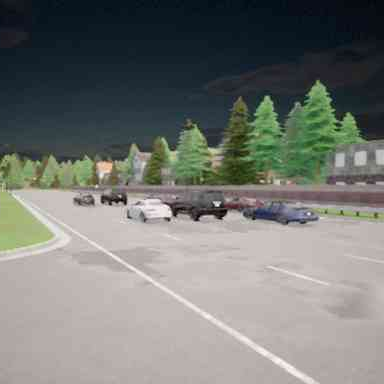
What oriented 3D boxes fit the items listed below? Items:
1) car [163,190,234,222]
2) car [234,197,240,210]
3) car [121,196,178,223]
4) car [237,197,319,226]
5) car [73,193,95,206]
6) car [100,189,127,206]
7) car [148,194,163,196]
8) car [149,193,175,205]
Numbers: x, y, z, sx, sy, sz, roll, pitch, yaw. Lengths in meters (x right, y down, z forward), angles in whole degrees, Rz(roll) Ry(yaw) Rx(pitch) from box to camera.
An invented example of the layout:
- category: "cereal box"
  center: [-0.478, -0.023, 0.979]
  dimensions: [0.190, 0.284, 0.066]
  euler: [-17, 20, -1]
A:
- category: "car"
  center: [0.286, 0.898, 23.666]
  dimensions: [2.150, 2.045, 5.566]
  euler: [0, 1, -30]
- category: "car"
  center: [4.572, 1.144, 30.288]
  dimensions: [1.812, 1.442, 4.674]
  euler: [0, 1, -30]
- category: "car"
  center: [-2.956, 1.201, 22.286]
  dimensions: [1.812, 1.442, 4.674]
  euler: [0, 1, -30]
- category: "car"
  center: [5.542, 1.292, 21.503]
  dimensions: [2.033, 1.411, 5.357]
  euler: [0, 1, -30]
- category: "car"
  center: [-13.081, 0.851, 40.085]
  dimensions: [2.128, 1.511, 4.902]
  euler: [0, 1, -30]
- category: "car"
  center: [-9.768, 0.585, 41.340]
  dimensions: [2.150, 2.045, 5.566]
  euler: [0, 1, -30]
- category: "car"
  center: [-4.409, 0.982, 38.998]
  dimensions: [2.033, 1.411, 5.357]
  euler: [0, 1, -30]
- category: "car"
  center: [-4.132, 0.911, 45.589]
  dimensions: [1.994, 1.385, 4.181]
  euler: [0, 1, -30]
